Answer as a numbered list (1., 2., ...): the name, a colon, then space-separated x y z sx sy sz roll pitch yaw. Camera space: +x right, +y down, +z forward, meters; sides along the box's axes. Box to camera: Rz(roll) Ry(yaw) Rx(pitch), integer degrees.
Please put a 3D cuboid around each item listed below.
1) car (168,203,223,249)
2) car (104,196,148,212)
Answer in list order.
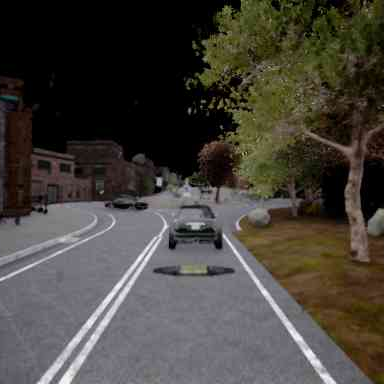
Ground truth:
1. car: 0.132 1.321 14.550 2.097 1.767 4.553 0 0 0
2. car: -7.051 1.395 35.680 4.718 1.301 1.895 2 -1 27
